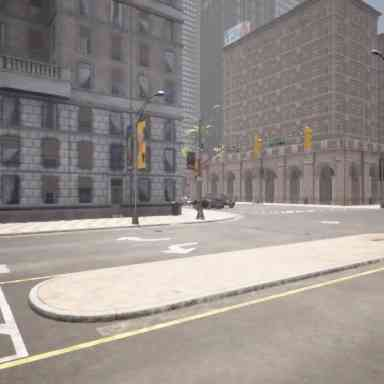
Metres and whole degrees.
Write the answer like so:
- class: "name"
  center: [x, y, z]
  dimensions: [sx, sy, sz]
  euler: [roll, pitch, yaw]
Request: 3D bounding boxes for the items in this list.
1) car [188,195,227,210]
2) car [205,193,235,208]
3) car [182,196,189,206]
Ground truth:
- class: "car"
  center: [2.031, 1.477, 44.302]
  dimensions: [1.882, 1.535, 5.008]
  euler: [0, 0, -35]
- class: "car"
  center: [3.798, 1.222, 47.875]
  dimensions: [2.150, 2.045, 5.566]
  euler: [0, 0, -35]
- class: "car"
  center: [-1.850, 1.491, 56.201]
  dimensions: [2.128, 1.511, 4.902]
  euler: [0, 0, -34]
